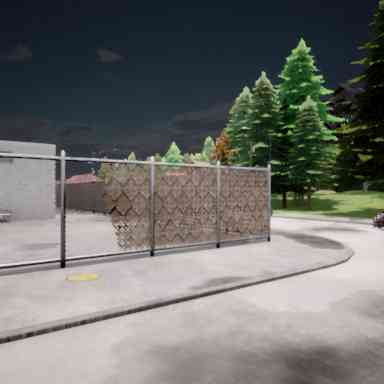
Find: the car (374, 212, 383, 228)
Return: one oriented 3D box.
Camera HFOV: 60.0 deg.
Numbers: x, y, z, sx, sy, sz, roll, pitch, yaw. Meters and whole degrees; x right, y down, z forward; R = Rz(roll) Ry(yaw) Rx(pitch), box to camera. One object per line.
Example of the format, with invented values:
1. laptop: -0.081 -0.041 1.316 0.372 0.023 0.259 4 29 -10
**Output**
1. car: 12.802 1.341 18.704 4.553 1.767 2.097 0 0 30
